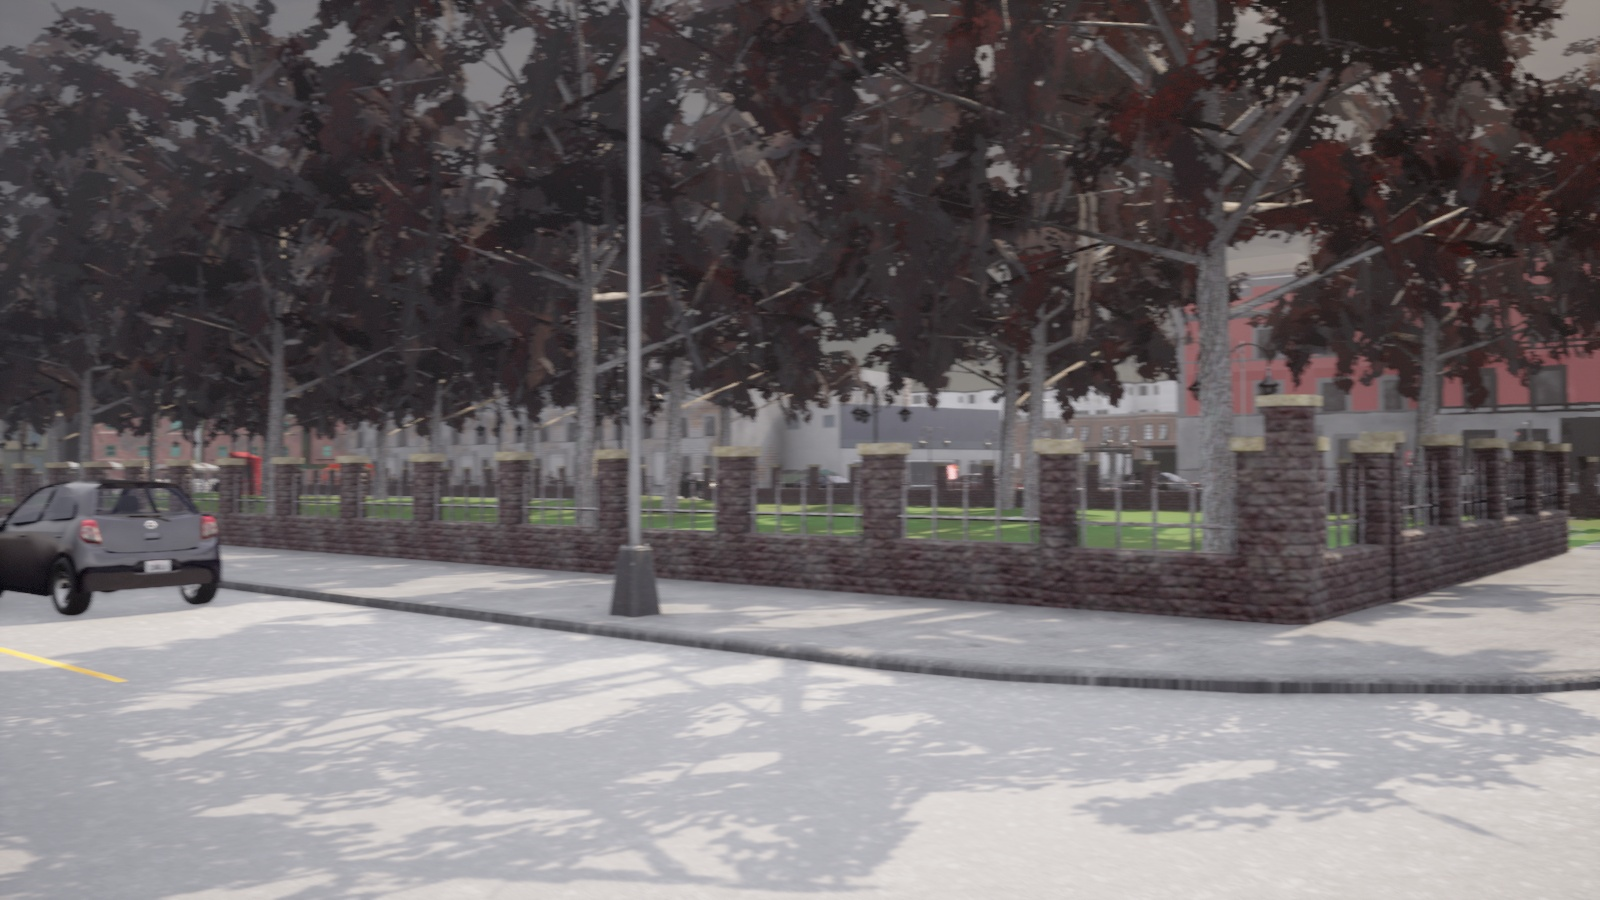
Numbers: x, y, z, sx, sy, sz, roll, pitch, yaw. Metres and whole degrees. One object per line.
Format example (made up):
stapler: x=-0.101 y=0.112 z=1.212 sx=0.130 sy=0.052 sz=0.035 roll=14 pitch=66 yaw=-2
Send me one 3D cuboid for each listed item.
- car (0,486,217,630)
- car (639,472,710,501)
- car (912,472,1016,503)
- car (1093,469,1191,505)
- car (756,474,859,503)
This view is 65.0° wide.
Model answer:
car: x=-8.900 y=1.212 z=15.233 sx=3.633 sy=1.501 sz=1.845 roll=-2 pitch=-1 yaw=38
car: x=-7.306 y=2.092 z=72.848 sx=3.988 sy=1.617 sz=1.851 roll=-2 pitch=-1 yaw=40
car: x=7.825 y=1.803 z=60.205 sx=4.674 sy=1.442 sz=1.812 roll=-2 pitch=-1 yaw=40
car: x=14.785 y=1.600 z=54.389 sx=3.633 sy=1.501 sz=1.845 roll=-2 pitch=-1 yaw=40
car: x=0.356 y=2.030 z=66.443 sx=5.357 sy=1.411 sz=2.033 roll=-2 pitch=-1 yaw=40
